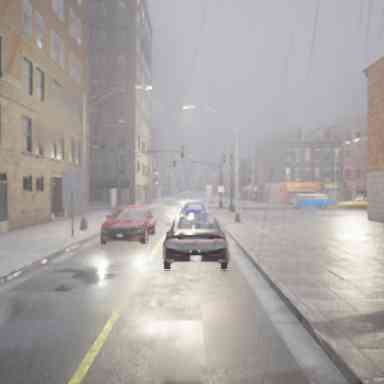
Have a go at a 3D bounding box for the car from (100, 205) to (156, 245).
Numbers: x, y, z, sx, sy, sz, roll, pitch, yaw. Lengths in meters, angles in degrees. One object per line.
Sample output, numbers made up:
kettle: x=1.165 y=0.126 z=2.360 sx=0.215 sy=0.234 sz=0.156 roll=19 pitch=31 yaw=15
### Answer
car: x=-2.769 y=1.402 z=15.339 sx=1.882 sy=1.535 sz=5.008 roll=0 pitch=0 yaw=0

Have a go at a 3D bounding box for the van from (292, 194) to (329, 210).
van: x=13.757 y=1.150 z=38.638 sx=3.998 sy=1.788 sz=1.690 roll=0 pitch=0 yaw=0

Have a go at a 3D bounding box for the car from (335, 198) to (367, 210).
car: x=19.199 y=1.330 z=38.628 sx=4.829 sy=1.417 sz=1.752 roll=0 pitch=0 yaw=0

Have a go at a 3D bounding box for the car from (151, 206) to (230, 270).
car: x=0.104 y=1.440 z=10.789 sx=2.128 sy=1.511 sz=4.902 roll=0 pitch=0 yaw=0

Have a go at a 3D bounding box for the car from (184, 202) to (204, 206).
car: x=0.118 y=1.414 z=22.848 sx=1.812 sy=1.442 sz=4.674 roll=0 pitch=0 yaw=1
